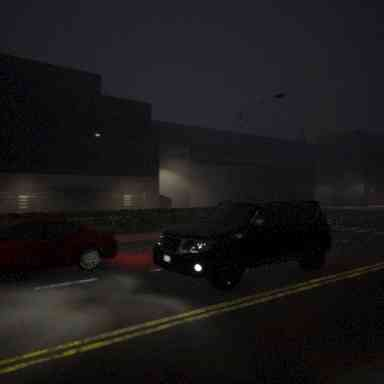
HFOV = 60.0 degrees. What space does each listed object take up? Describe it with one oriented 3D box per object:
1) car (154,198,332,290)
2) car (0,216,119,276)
[{"bbox_3d":[1.670,1.215,9.457,5.566,2.045,2.150,0,0,-35],"label":"car"},{"bbox_3d":[-4.584,1.476,9.311,5.008,1.535,1.882,0,0,-35],"label":"car"}]
